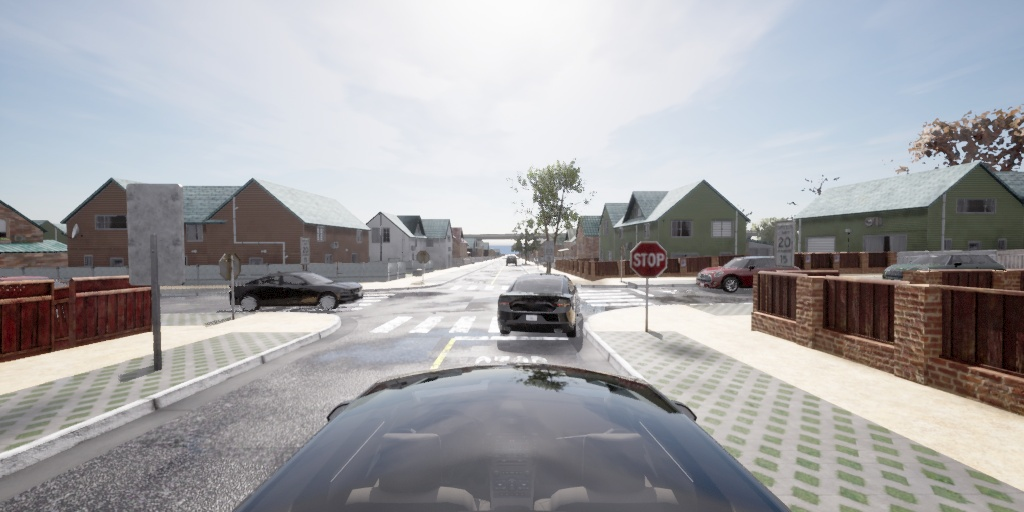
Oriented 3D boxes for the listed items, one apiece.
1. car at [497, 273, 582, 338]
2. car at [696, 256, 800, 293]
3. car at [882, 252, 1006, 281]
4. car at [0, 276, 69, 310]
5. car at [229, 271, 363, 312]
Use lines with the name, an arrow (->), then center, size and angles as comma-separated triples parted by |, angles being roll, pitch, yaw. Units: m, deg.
car -> 0.947, 1.224, 10.384 | 1.882, 1.535, 5.008 | 0, 0, 12
car -> 11.785, 0.820, 18.008 | 4.553, 1.767, 2.097 | -1, 2, 0
car -> 21.680, 0.646, 18.092 | 4.553, 1.767, 2.097 | -1, 2, 0
car -> -20.083, 1.581, 14.807 | 5.008, 1.535, 1.882 | -1, 2, 0
car -> -8.830, 1.384, 14.896 | 5.008, 1.535, 1.882 | -1, 2, 0
